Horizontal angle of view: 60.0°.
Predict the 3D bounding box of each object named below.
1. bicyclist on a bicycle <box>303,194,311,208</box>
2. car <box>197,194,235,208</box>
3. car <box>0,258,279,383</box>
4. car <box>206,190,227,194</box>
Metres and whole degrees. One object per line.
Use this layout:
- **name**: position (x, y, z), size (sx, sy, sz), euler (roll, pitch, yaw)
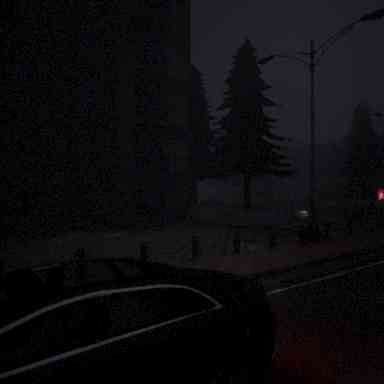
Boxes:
- **bicyclist on a bicycle**: position (13.133, 1.009, 37.882), size (1.656, 1.620, 0.582), euler (-1, 1, -37)
- **car**: position (2.977, 1.306, 38.918), size (1.812, 1.442, 4.674), euler (-1, 0, -37)
- **car**: position (-1.320, 1.485, 3.042), size (4.902, 1.511, 2.128), euler (-1, 0, -35)
- **car**: position (6.735, 0.550, 93.675), size (1.932, 1.855, 4.605), euler (-1, 0, -37)
